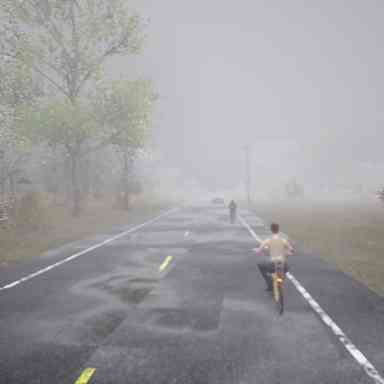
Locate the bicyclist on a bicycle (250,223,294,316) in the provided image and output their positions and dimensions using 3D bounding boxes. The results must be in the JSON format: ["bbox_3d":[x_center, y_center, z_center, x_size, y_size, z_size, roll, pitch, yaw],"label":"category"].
[{"bbox_3d":[1.580,1.390,6.389,0.866,1.612,1.509,-1,0,4],"label":"bicyclist on a bicycle"}]

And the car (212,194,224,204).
[{"bbox_3d":[4.408,1.299,56.302,1.812,1.442,4.674,-1,0,4],"label":"car"}]

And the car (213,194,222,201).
[{"bbox_3d":[5.583,1.225,73.462,1.812,1.442,4.674,-1,0,4],"label":"car"}]

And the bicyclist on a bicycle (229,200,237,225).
[{"bbox_3d":[2.737,1.348,22.200,0.582,1.620,1.656,-1,0,4],"label":"bicyclist on a bicycle"}]
